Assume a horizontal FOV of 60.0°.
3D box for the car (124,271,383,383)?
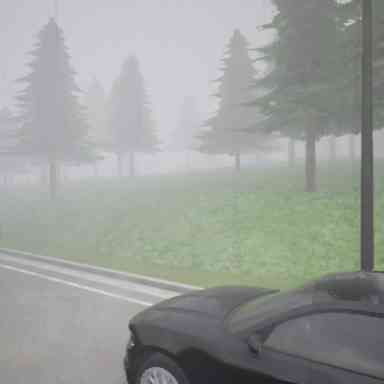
[{"bbox_3d":[1.570,1.477,2.870,5.008,1.535,1.882,0,0,35],"label":"car"}]
